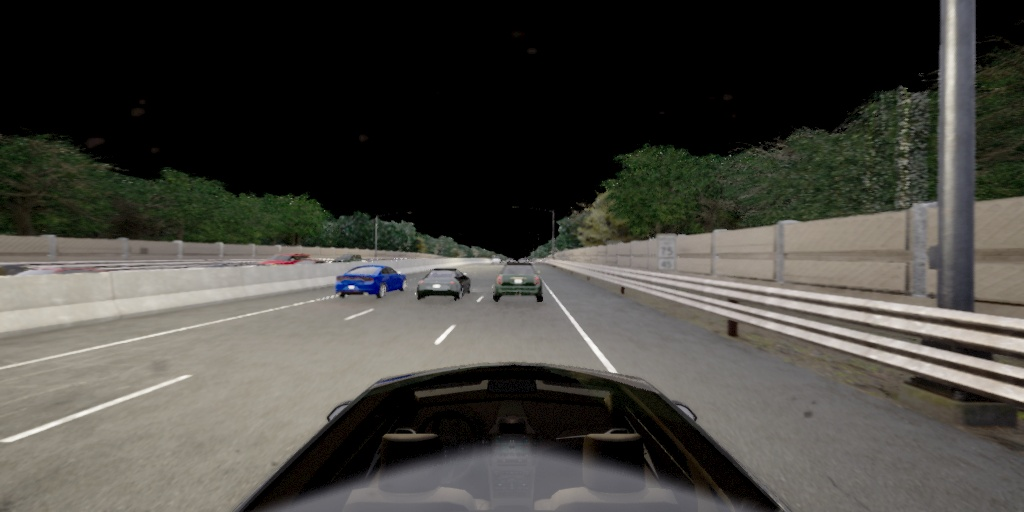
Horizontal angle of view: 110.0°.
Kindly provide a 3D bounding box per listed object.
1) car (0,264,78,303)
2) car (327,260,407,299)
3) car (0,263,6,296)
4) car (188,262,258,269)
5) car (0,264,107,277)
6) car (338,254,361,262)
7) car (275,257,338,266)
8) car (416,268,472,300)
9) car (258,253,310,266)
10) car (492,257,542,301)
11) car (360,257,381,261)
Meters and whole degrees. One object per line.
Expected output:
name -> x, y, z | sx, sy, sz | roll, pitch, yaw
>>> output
car -> -20.877, 1.091, 13.983 | 1.837, 1.490, 4.892 | 0, 0, 2
car -> -6.672, 1.162, 17.534 | 1.882, 1.535, 5.008 | 0, 0, 2
car -> -24.377, 1.052, 14.055 | 2.128, 1.511, 4.902 | 0, 0, 2
car -> -23.900, 1.143, 29.582 | 1.895, 1.301, 4.718 | 0, 0, 2
car -> -17.391, 1.136, 13.580 | 1.812, 1.442, 4.674 | 0, 0, 2
car -> -23.178, 0.733, 50.868 | 2.150, 2.045, 5.566 | 0, 0, 2
car -> -16.888, 1.071, 29.830 | 1.882, 1.535, 5.008 | 0, 0, 2
car -> -3.175, 1.274, 17.413 | 1.994, 1.385, 4.181 | 0, 0, 2
car -> -20.301, 0.786, 32.323 | 2.150, 2.045, 5.566 | 0, 0, 2
car -> 0.324, 1.087, 17.269 | 2.097, 1.767, 4.553 | 0, 0, 2
car -> -19.651, 1.100, 51.673 | 1.994, 1.385, 4.181 | 0, 0, 2
